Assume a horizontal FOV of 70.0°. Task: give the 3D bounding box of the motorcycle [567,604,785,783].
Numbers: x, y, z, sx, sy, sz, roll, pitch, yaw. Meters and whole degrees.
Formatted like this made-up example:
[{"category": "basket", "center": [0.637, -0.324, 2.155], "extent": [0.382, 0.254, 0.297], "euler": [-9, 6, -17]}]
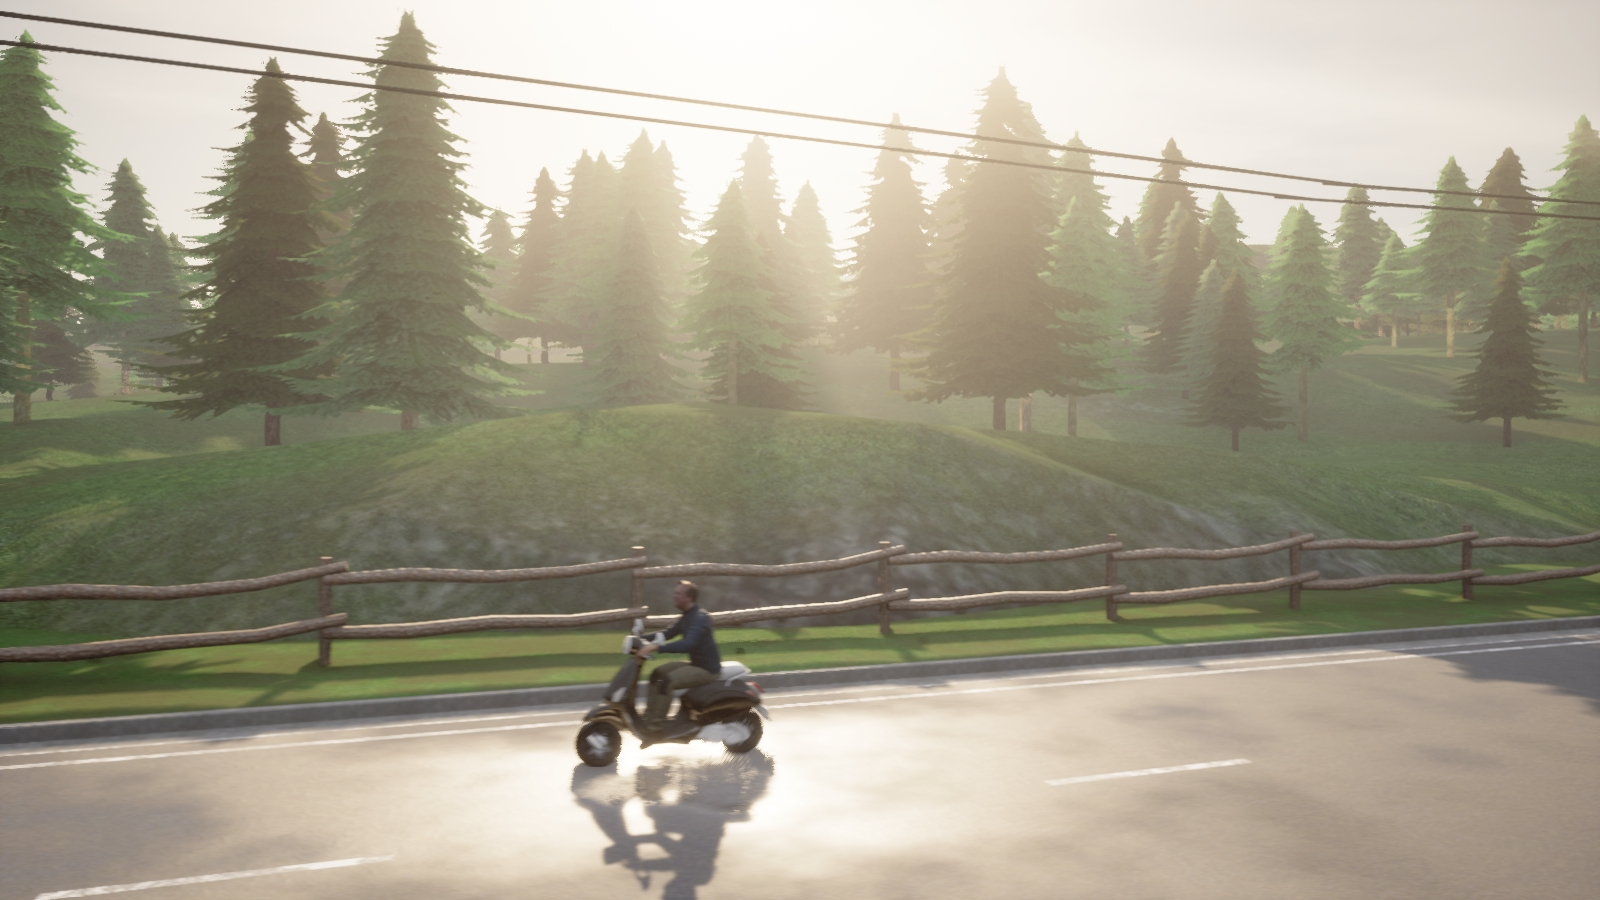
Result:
[{"category": "motorcycle", "center": [-1.128, 2.148, 10.337], "extent": [1.805, 1.316, 0.856], "euler": [0, 0, -20]}]
